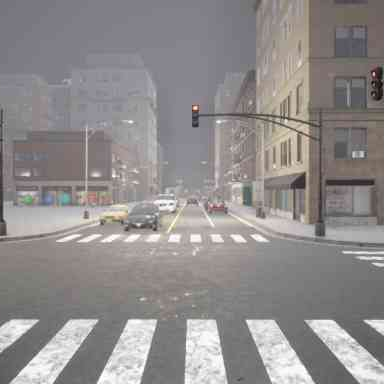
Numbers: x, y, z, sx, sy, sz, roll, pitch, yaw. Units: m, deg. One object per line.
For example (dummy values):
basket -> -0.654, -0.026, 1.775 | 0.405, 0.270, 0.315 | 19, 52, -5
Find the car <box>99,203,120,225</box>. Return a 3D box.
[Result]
car -> -5.361, 1.526, 23.939 | 1.752, 1.417, 4.829 | 0, 0, 0

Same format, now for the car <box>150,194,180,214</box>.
car -> -2.792, 1.223, 35.443 | 2.150, 2.045, 5.566 | 0, 0, 0

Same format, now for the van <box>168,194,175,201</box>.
van -> -5.290, 1.349, 86.390 | 1.690, 1.788, 3.998 | 0, 0, 0

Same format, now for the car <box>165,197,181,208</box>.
car -> -2.763, 1.550, 49.918 | 2.033, 1.411, 5.357 | 0, 0, 0

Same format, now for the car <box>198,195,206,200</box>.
car -> 2.742, 1.575, 92.042 | 1.947, 1.339, 4.313 | 0, 0, 0

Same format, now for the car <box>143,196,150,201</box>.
car -> -5.342, 1.552, 41.095 | 2.008, 1.369, 4.403 | 0, 0, 0

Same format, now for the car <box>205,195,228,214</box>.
car -> 2.677, 1.441, 35.423 | 1.967, 1.590, 4.097 | 0, 0, 0

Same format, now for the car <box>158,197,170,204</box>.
car -> -5.316, 1.586, 63.743 | 1.802, 1.307, 4.206 | 0, 0, 0

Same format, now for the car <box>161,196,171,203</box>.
car -> -5.309, 1.530, 69.235 | 1.752, 1.417, 4.829 | 0, 0, 0

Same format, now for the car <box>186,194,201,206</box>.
car -> 0.062, 1.508, 54.044 | 1.837, 1.490, 4.892 | 0, 0, 0

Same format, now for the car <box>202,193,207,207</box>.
car -> 2.683, 1.317, 41.085 | 2.192, 1.841, 5.009 | 0, 0, 0

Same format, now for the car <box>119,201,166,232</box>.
car -> -2.824, 1.505, 20.066 | 1.837, 1.490, 4.892 | 0, 0, 0
